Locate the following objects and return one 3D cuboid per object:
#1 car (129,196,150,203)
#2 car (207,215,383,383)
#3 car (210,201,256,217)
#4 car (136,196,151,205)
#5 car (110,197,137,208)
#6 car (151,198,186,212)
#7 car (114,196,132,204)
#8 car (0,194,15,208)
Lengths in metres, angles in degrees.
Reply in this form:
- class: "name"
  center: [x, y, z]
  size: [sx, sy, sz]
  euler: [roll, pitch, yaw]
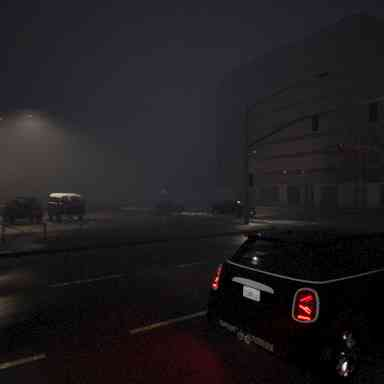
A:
- class: "car"
  center: [-11.048, 1.601, 69.648]
  size: [2.033, 1.411, 5.357]
  euler: [0, 0, -35]
- class: "car"
  center: [2.516, 1.352, 5.601]
  size: [4.553, 1.767, 2.097]
  euler: [0, 0, -35]
- class: "car"
  center: [3.689, 1.547, 30.499]
  size: [2.128, 1.511, 4.902]
  euler: [0, 0, -35]
- class: "car"
  center: [-9.025, 1.581, 60.795]
  size: [1.812, 1.442, 4.674]
  euler: [0, 0, -36]
- class: "car"
  center: [-10.727, 1.656, 50.802]
  size: [1.895, 1.301, 4.718]
  euler: [0, 0, -35]
- class: "car"
  center: [-2.606, 1.656, 39.351]
  size: [1.895, 1.301, 4.718]
  euler: [0, 0, -35]
- class: "car"
  center: [-14.084, 1.619, 67.913]
  size: [1.994, 1.385, 4.181]
  euler: [0, 0, -35]
- class: "car"
  center: [-31.836, 1.209, 56.384]
  size: [1.932, 1.855, 4.605]
  euler: [0, 0, -35]
